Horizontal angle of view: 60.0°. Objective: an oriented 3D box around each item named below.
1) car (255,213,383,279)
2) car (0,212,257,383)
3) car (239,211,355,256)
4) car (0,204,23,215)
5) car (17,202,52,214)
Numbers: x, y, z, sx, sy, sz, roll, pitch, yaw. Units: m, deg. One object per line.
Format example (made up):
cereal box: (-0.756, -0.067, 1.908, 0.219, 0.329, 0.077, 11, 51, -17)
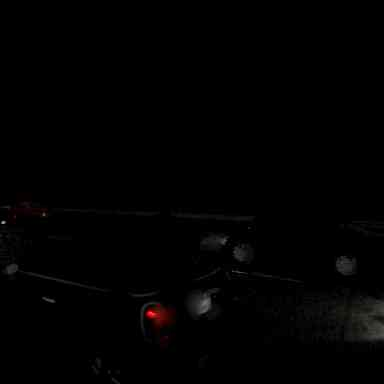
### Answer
car: (3.370, 1.483, 10.184, 5.008, 1.535, 1.882, 0, 0, 35)
car: (-1.587, 1.358, 5.122, 4.553, 1.767, 2.097, 0, 0, 35)
car: (4.300, 1.572, 13.821, 4.181, 1.385, 1.994, 0, 0, 35)
car: (-13.671, 1.637, 22.329, 4.718, 1.301, 1.895, 0, 0, 35)
car: (-13.026, 1.517, 26.168, 5.008, 1.535, 1.882, 0, 0, 35)
